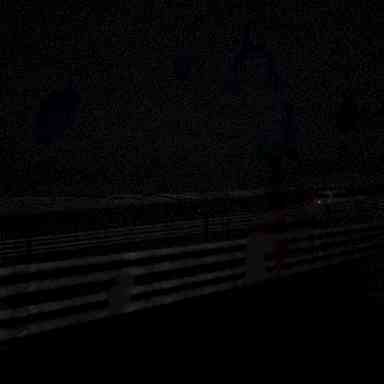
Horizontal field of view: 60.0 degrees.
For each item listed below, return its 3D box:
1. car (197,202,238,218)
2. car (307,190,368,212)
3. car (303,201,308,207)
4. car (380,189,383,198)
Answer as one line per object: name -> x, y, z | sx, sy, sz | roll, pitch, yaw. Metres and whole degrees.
car -> 2.643, 1.758, 34.765 | 4.181, 1.385, 1.994 | -4, 2, -22
car -> 14.300, 0.847, 31.932 | 5.566, 2.045, 2.150 | -4, 2, -22
car -> 14.387, 1.114, 35.747 | 4.718, 1.301, 1.895 | -4, 2, -22
car -> 27.597, -0.049, 44.871 | 4.892, 1.490, 1.837 | -4, 2, -22
